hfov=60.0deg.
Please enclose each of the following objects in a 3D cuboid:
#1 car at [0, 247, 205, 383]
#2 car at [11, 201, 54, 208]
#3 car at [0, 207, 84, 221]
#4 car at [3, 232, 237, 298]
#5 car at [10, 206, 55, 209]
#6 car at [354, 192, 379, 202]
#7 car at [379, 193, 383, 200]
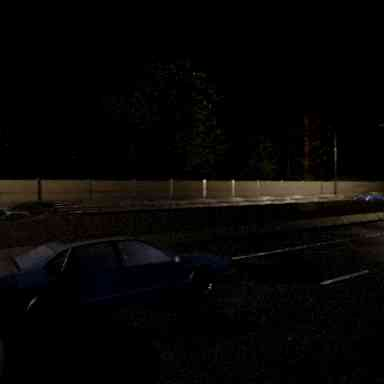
[{"bbox_3d":[-2.522,1.515,1.926,5.008,1.535,1.882,-1,0,-34],"label":"car"},{"bbox_3d":[-11.017,1.457,21.747,4.553,1.767,2.097,-1,0,-34],"label":"car"},{"bbox_3d":[-6.832,1.621,16.122,4.181,1.385,1.994,-1,0,-34],"label":"car"},{"bbox_3d":[-1.642,1.554,6.727,5.357,1.411,2.033,-1,0,-34],"label":"car"},{"bbox_3d":[-9.962,1.701,18.243,4.718,1.301,1.895,-1,0,-34],"label":"car"},{"bbox_3d":[24.139,0.834,45.230,4.553,1.767,2.097,-1,0,-33],"label":"car"},{"bbox_3d":[26.416,0.959,42.541,4.892,1.490,1.837,-1,0,-33],"label":"car"}]
